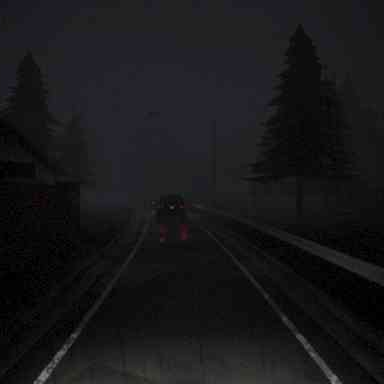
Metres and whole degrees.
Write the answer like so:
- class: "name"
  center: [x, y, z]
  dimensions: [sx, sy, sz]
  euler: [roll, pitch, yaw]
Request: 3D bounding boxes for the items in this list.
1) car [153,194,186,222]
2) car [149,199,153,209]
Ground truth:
- class: "car"
  center: [-1.774, 1.201, 26.641]
  dimensions: [2.150, 2.045, 5.566]
  euler: [0, 0, -7]
- class: "car"
  center: [-4.584, 1.490, 43.965]
  dimensions: [1.812, 1.442, 4.674]
  euler: [0, 0, -10]
